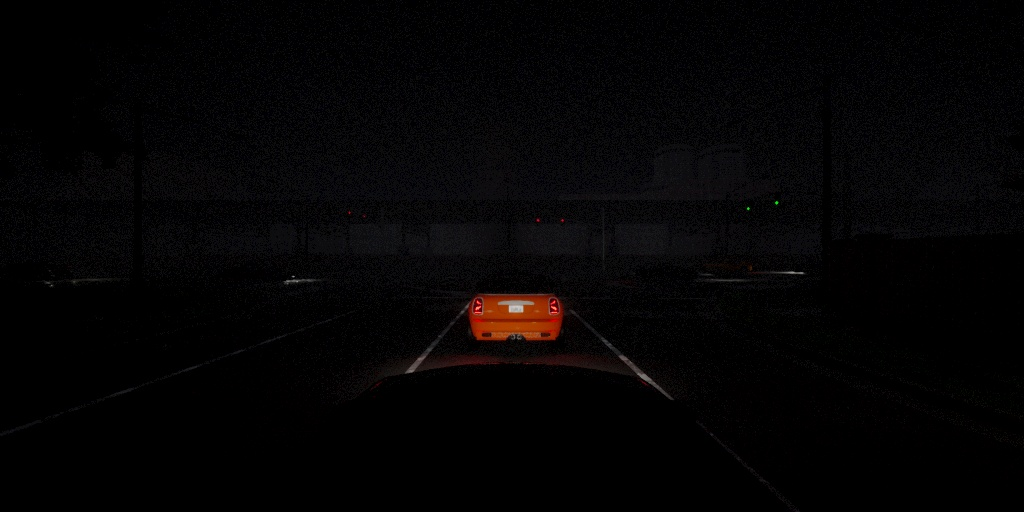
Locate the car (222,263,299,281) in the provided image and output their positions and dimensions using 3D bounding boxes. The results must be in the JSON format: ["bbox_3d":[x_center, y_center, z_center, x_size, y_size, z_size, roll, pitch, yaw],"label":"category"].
[{"bbox_3d":[-20.555,1.297,29.407,5.357,1.411,2.033,0,0,1],"label":"car"}]

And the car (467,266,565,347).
[{"bbox_3d":[0.083,1.103,9.471,2.097,1.767,4.553,0,0,0],"label":"car"}]

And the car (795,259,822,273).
[{"bbox_3d":[33.137,1.065,38.746,4.181,1.385,1.994,-1,0,1],"label":"car"}]

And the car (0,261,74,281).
[{"bbox_3d":[-39.792,1.229,29.987,5.008,1.535,1.882,0,0,2],"label":"car"}]

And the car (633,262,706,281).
[{"bbox_3d":[12.198,1.197,28.575,4.902,1.511,2.128,0,0,1],"label":"car"}]

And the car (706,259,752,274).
[{"bbox_3d":[23.227,1.098,39.000,5.008,1.535,1.882,-1,0,1],"label":"car"}]
